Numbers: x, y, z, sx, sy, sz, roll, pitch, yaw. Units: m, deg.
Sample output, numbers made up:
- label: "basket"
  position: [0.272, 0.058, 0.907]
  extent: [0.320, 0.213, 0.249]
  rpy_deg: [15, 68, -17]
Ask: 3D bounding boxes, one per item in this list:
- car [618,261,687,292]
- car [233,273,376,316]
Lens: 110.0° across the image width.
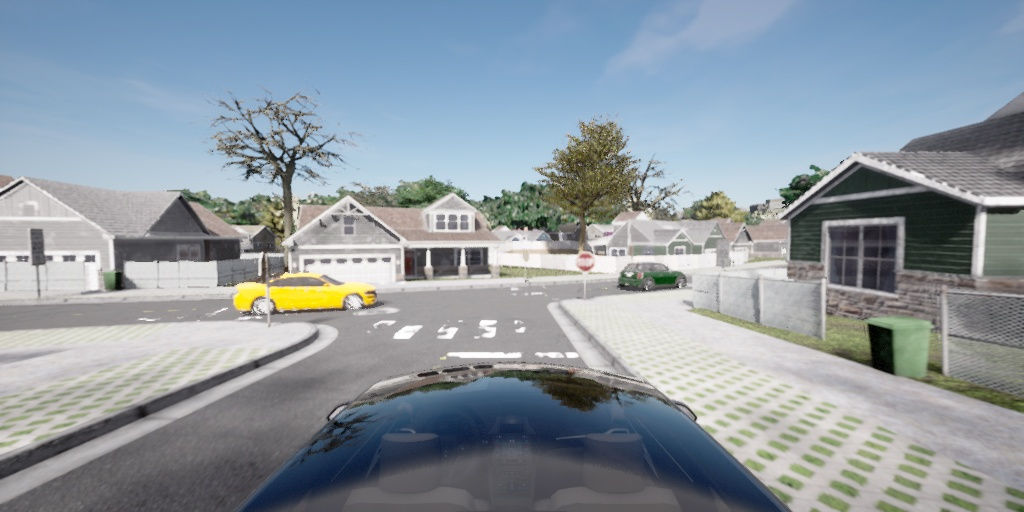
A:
- label: "car"
  position: [8.949, 1.168, 22.774]
  extent: [4.553, 1.767, 2.097]
  rpy_deg: [-1, 3, -29]
- label: "car"
  position: [-8.206, 1.429, 14.618]
  extent: [5.008, 1.535, 1.882]
  rpy_deg: [0, 3, -22]
